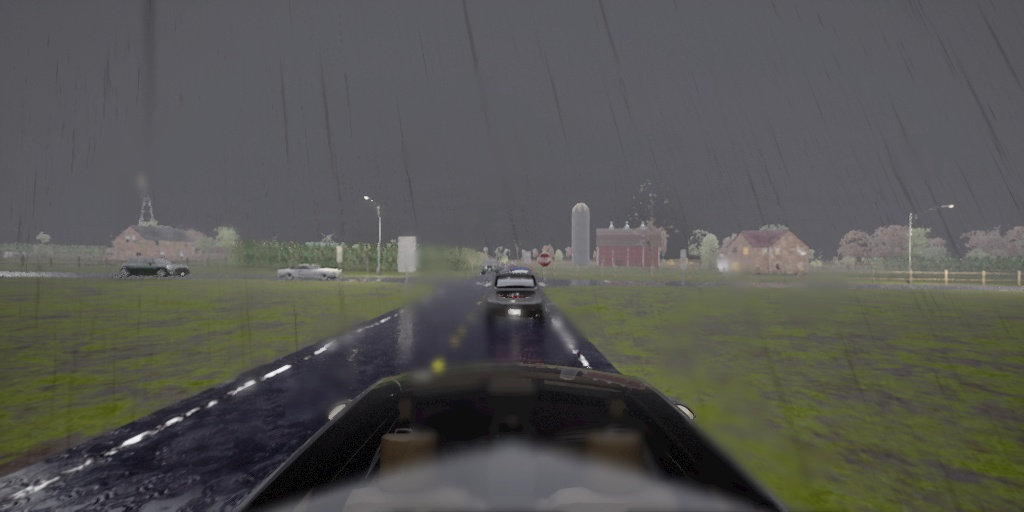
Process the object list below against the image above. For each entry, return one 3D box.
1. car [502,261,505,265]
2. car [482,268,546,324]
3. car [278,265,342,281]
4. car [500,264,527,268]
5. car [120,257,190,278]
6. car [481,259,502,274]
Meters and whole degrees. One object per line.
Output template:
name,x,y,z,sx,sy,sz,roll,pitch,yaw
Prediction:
car,-2.763,1.784,64.182,1.882,1.535,5.008,0,-1,0
car,0.106,1.340,12.357,1.837,1.490,4.892,0,-1,0
car,-17.171,1.379,30.703,4.718,1.301,1.895,1,0,0
car,0.624,1.454,23.328,1.812,1.442,4.674,0,0,8
car,-30.418,0.933,30.670,4.553,1.767,2.097,1,0,0
car,-2.814,1.364,47.555,2.150,2.045,5.566,0,0,0
